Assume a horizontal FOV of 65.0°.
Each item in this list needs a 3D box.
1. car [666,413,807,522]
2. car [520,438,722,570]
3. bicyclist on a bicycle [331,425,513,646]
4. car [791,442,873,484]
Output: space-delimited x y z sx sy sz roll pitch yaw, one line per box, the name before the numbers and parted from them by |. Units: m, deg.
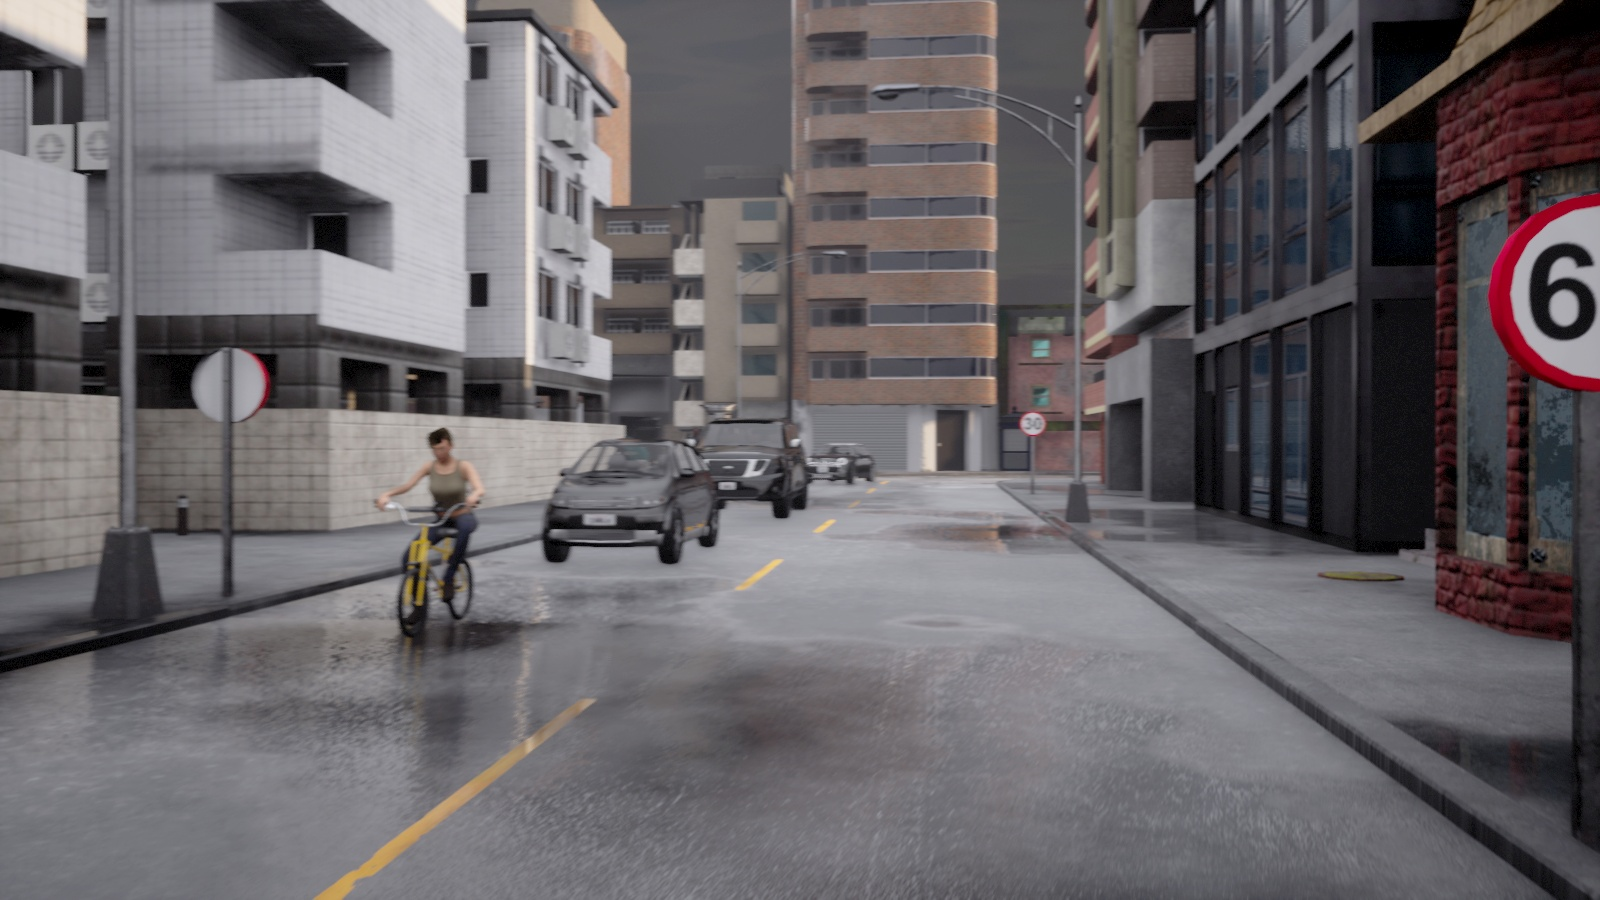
car | -1.196 0.311 26.514 2.150 2.045 5.566 0 0 6
car | -2.237 0.625 16.635 1.789 1.549 3.705 0 0 6
bicyclist on a bicycle | -2.951 0.620 9.972 0.866 1.612 1.509 0 0 6
car | 1.235 0.449 46.673 1.970 1.475 3.806 0 0 20
